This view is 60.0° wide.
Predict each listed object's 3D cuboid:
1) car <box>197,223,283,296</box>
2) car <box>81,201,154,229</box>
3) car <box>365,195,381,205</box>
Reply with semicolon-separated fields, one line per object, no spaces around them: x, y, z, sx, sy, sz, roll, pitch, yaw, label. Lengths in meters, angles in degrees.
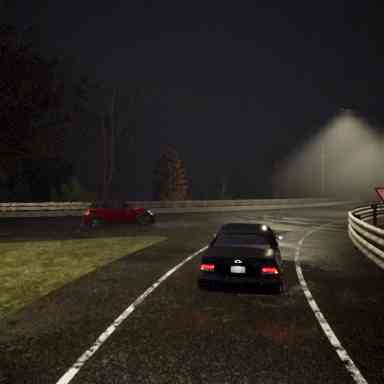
1.433;1.547;8.891;2.033;1.411;5.357;0;0;13;car
-4.797;1.349;21.750;4.553;1.767;2.097;0;0;-24;car
31.625;1.496;58.179;1.837;1.490;4.892;1;0;39;car
